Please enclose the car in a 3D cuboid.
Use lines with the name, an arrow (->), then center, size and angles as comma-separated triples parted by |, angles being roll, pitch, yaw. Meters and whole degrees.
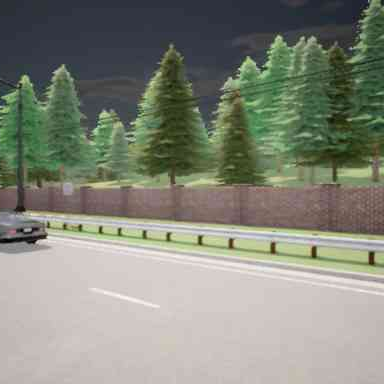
car -> -8.361, 1.506, 14.248 | 5.357, 1.411, 2.033 | 0, 0, 35
